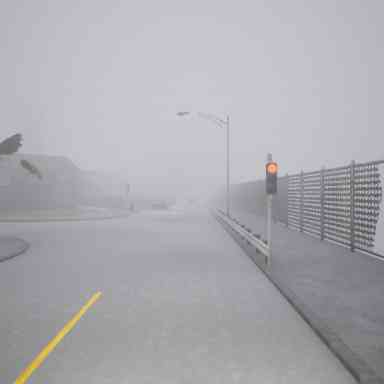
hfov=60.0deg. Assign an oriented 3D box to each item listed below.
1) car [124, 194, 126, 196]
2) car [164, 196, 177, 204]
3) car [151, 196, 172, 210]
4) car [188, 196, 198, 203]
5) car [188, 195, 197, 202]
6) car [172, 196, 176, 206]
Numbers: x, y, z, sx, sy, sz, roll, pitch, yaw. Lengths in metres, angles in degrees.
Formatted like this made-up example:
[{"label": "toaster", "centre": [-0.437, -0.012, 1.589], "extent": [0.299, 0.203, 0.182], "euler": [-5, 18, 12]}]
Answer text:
[{"label": "car", "centre": [-17.204, 1.134, 78.223], "extent": [3.633, 1.501, 1.845], "euler": [0, 0, 0]}, {"label": "car", "centre": [-3.999, 1.547, 62.952], "extent": [2.033, 1.411, 5.357], "euler": [0, 0, 0]}, {"label": "car", "centre": [-4.058, 1.478, 42.778], "extent": [1.882, 1.535, 5.008], "euler": [0, 0, 0]}, {"label": "car", "centre": [0.168, 1.547, 67.996], "extent": [2.033, 1.411, 5.357], "euler": [0, 0, -1]}, {"label": "car", "centre": [0.074, 1.540, 78.624], "extent": [2.033, 1.411, 5.357], "euler": [0, 0, 0]}, {"label": "car", "centre": [-4.041, 1.505, 52.496], "extent": [1.837, 1.490, 4.892], "euler": [0, 0, 0]}]
